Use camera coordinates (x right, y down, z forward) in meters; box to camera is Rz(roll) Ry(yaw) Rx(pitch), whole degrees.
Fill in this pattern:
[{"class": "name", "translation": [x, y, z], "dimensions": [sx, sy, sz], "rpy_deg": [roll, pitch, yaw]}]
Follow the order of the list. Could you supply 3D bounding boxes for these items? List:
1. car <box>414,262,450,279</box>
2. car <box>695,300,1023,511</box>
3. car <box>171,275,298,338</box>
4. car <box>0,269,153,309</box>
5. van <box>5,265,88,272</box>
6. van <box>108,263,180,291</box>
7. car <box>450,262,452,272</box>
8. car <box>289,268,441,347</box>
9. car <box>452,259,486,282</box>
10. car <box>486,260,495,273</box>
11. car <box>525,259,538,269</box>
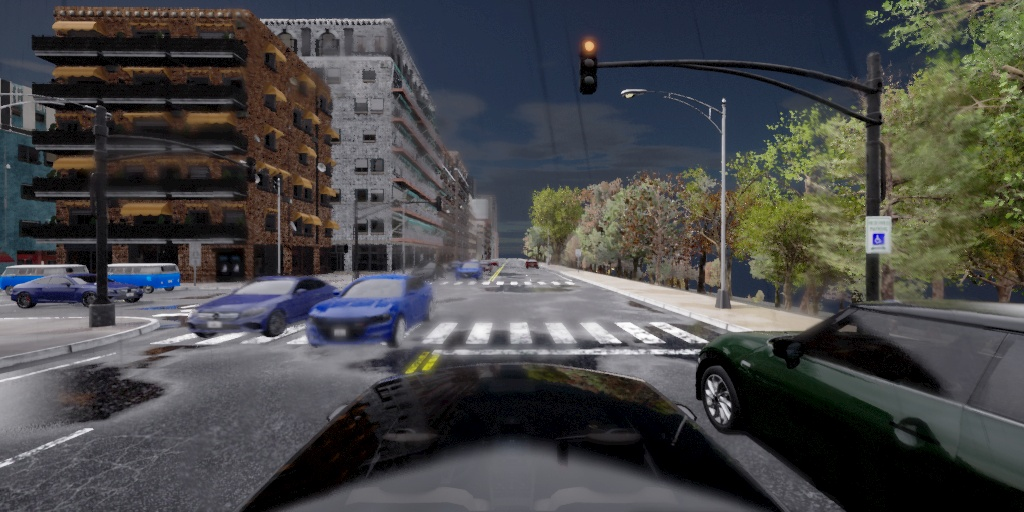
[{"class": "car", "translation": [-6.845, 1.256, 29.810], "dimensions": [1.837, 1.490, 4.892], "rpy_deg": [0, 0, 3]}, {"class": "car", "translation": [3.347, 1.102, 2.651], "dimensions": [2.097, 1.767, 4.553], "rpy_deg": [0, 0, 0]}, {"class": "car", "translation": [-6.624, 1.289, 10.312], "dimensions": [1.812, 1.442, 4.674], "rpy_deg": [0, -1, 0]}, {"class": "car", "translation": [-19.573, 1.517, 16.199], "dimensions": [4.674, 1.442, 1.812], "rpy_deg": [-1, 0, 0]}, {"class": "van", "translation": [-28.384, 1.424, 21.851], "dimensions": [3.998, 1.789, 1.690], "rpy_deg": [0, 0, -1]}, {"class": "van", "translation": [-22.783, 1.351, 21.946], "dimensions": [3.998, 1.789, 1.690], "rpy_deg": [0, 0, -1]}, {"class": "car", "translation": [-6.732, 1.320, 43.671], "dimensions": [1.994, 1.385, 4.181], "rpy_deg": [0, 0, 0]}, {"class": "car", "translation": [-3.381, 1.233, 9.510], "dimensions": [1.882, 1.535, 5.008], "rpy_deg": [0, 0, 0]}, {"class": "car", "translation": [-3.440, 1.230, 29.540], "dimensions": [1.882, 1.535, 5.008], "rpy_deg": [0, 0, 0]}, {"class": "car", "translation": [-3.482, 1.320, 43.644], "dimensions": [1.994, 1.385, 4.181], "rpy_deg": [0, 0, 0]}, {"class": "car", "translation": [3.171, 1.243, 58.392], "dimensions": [1.882, 1.535, 5.008], "rpy_deg": [0, 0, 0]}]
